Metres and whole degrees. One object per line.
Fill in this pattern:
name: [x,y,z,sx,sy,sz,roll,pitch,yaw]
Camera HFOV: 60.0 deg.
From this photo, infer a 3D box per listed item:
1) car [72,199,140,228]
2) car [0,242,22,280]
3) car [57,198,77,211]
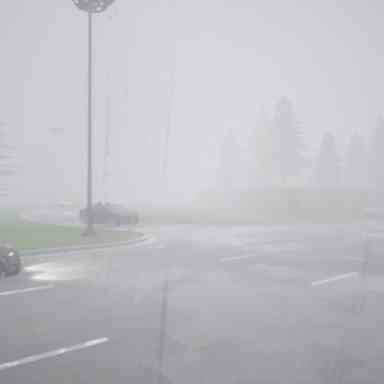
car: [-5.702,1.486,22.664,5.008,1.535,1.882,0,0,38]
car: [-6.350,1.562,7.809,4.181,1.385,1.994,0,0,-36]
car: [-15.302,1.491,41.889,1.882,1.535,5.008,0,0,1]
